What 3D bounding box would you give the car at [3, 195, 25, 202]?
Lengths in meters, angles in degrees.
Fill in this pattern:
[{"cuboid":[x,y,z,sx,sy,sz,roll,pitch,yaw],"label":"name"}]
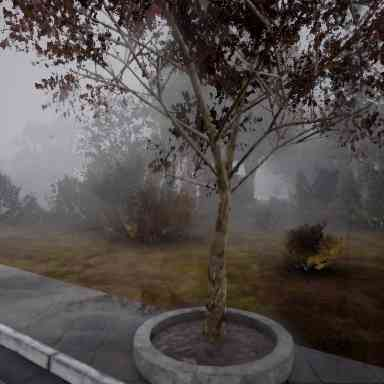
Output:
[{"cuboid":[-22.616,1.175,43.304,1.837,1.490,4.892,1,0,32],"label":"car"}]
